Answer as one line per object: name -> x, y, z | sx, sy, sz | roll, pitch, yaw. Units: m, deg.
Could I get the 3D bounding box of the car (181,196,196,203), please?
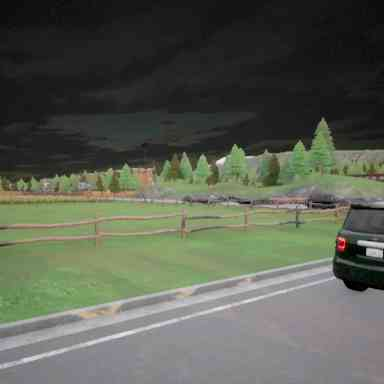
car -> -0.297, 1.556, 68.122 | 1.837, 1.490, 4.892 | 0, 0, -36

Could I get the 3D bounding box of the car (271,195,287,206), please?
car -> 13.040, 1.595, 55.705 | 1.895, 1.301, 4.718 | 0, 0, -36

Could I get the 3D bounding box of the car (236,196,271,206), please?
car -> 9.911, 1.595, 54.058 | 1.895, 1.301, 4.718 | 0, 0, -36

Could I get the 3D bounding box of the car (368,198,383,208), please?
car -> 27.778, 1.557, 47.450 | 1.994, 1.385, 4.181 | 0, 0, -36

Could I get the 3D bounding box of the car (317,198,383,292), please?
car -> 5.552, 1.220, 7.727 | 5.566, 2.045, 2.150 | 0, 0, -36

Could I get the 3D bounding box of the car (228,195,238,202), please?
car -> 6.536, 1.457, 70.643 | 2.033, 1.411, 5.357 | 0, 0, -36

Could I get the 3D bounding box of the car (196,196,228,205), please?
car -> 3.384, 1.486, 57.051 | 2.128, 1.511, 4.902 | 0, 0, -36

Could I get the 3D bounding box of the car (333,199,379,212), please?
car -> 19.875, 1.595, 40.463 | 1.895, 1.301, 4.718 | 0, 0, -36

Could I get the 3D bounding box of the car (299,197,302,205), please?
car -> 18.577, 1.344, 60.022 | 2.097, 1.767, 4.553 | 0, 0, -36

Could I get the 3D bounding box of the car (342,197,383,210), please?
car -> 22.303, 1.498, 43.071 | 1.837, 1.490, 4.892 | 0, 0, -36

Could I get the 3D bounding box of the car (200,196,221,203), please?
car -> 3.775, 1.514, 68.485 | 1.812, 1.442, 4.674 | 0, 1, -36

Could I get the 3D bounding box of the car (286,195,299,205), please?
car -> 15.672, 1.345, 58.049 | 2.097, 1.767, 4.553 | 0, 0, -36

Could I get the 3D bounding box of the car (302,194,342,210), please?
car -> 16.400, 1.216, 39.269 | 2.150, 2.045, 5.566 | 0, 0, -36

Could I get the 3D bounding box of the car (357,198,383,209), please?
car -> 25.151, 1.519, 45.110 | 1.812, 1.442, 4.674 | 0, 0, -36

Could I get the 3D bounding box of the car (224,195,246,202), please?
car -> 9.310, 1.392, 72.779 | 1.882, 1.535, 5.008 | 0, 0, -36
